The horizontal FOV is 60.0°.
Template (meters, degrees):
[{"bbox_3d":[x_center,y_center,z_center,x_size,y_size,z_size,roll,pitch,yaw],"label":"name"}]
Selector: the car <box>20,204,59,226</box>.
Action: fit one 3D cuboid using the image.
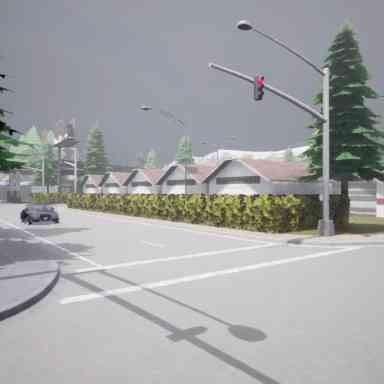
[{"bbox_3d":[-11.014,1.552,23.939,1.994,1.385,4.181,0,0,-37],"label":"car"}]
